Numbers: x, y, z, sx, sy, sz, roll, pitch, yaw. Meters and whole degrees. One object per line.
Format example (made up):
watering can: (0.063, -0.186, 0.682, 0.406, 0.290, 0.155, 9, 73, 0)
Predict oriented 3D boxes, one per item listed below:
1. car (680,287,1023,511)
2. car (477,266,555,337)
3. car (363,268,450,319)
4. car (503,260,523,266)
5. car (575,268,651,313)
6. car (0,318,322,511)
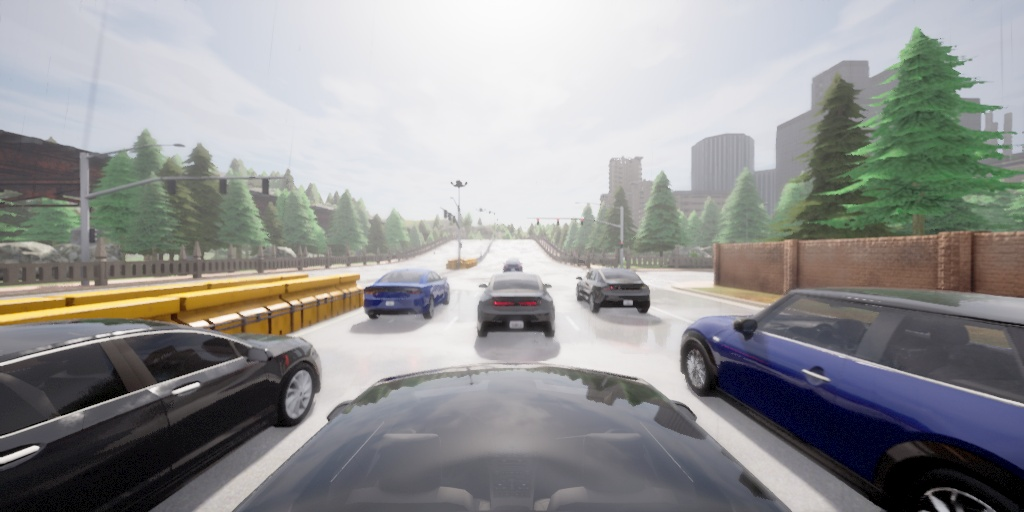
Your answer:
car: (3.601, 1.090, 3.613, 2.097, 1.767, 4.553, 0, 0, 0)
car: (0.097, 1.201, 10.054, 1.837, 1.490, 4.892, 0, 0, 0)
car: (-3.402, 1.159, 12.477, 1.882, 1.535, 5.008, 0, 0, 0)
car: (0.083, 1.063, 34.995, 1.812, 1.442, 4.674, 0, 0, 0)
car: (3.616, 1.180, 13.488, 1.837, 1.490, 4.892, 0, 0, 1)
car: (-3.400, 1.248, 2.747, 1.837, 1.490, 4.892, 0, 0, 0)
